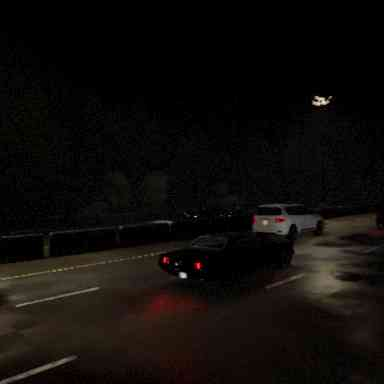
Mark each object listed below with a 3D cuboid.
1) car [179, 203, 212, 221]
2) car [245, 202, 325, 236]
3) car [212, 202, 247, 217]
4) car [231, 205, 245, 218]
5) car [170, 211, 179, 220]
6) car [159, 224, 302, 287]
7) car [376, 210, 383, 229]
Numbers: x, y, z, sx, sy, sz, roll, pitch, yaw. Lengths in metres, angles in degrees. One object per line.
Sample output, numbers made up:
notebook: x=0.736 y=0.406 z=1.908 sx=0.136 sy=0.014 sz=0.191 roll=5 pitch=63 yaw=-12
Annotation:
car: x=1.541 y=2.431 z=40.477 sx=5.566 sy=2.045 sz=2.150 roll=0 pitch=-3 yaw=-44
car: x=5.863 y=1.712 z=19.908 sx=5.566 sy=2.045 sz=2.150 roll=0 pitch=-2 yaw=-45
car: x=5.289 y=2.276 z=39.248 sx=5.566 sy=2.045 sz=2.150 roll=0 pitch=-2 yaw=-45
car: x=6.965 y=2.457 z=35.978 sx=5.357 sy=1.411 sz=2.033 roll=0 pitch=-2 yaw=-44
car: x=-0.706 y=2.877 z=43.154 sx=4.674 sy=1.442 sz=1.812 roll=0 pitch=-2 yaw=-44
car: x=1.336 y=1.928 z=10.434 sx=4.718 sy=1.301 sz=1.895 roll=0 pitch=-3 yaw=-45
car: x=14.875 y=1.804 z=23.943 sx=5.008 sy=1.535 sz=1.882 roll=0 pitch=-2 yaw=-45
